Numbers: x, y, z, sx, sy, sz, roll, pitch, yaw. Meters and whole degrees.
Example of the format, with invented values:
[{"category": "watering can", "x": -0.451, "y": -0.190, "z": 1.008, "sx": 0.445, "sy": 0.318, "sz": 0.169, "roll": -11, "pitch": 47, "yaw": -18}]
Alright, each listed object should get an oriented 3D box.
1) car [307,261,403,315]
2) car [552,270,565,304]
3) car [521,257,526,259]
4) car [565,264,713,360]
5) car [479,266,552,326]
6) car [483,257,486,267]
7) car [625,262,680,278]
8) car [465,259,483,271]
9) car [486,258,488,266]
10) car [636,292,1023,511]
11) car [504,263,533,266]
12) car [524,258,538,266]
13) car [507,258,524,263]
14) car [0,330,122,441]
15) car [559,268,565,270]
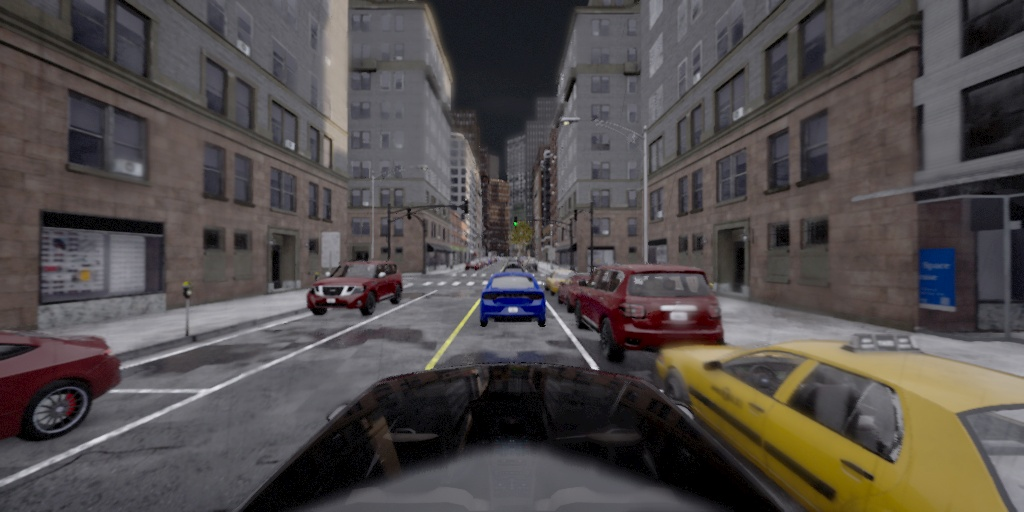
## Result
[{"category": "car", "x": -5.755, "y": 1.107, "z": 13.899, "sx": 2.192, "sy": 1.841, "sz": 5.009, "roll": 0, "pitch": 0, "yaw": 0}, {"category": "car", "x": 2.771, "y": 1.374, "z": 13.887, "sx": 1.802, "sy": 1.307, "sz": 4.207, "roll": 0, "pitch": 0, "yaw": 0}, {"category": "car", "x": 2.800, "y": 1.336, "z": 62.565, "sx": 1.751, "sy": 1.417, "sz": 4.829, "roll": 0, "pitch": 0, "yaw": 0}, {"category": "car", "x": 2.767, "y": 1.090, "z": 8.336, "sx": 2.192, "sy": 1.841, "sz": 5.009, "roll": 0, "pitch": 0, "yaw": 0}, {"category": "car", "x": 0.021, "y": 1.264, "z": 11.857, "sx": 1.882, "sy": 1.535, "sz": 5.008, "roll": 0, "pitch": 0, "yaw": 0}, {"category": "car", "x": -5.729, "y": 1.260, "z": 56.985, "sx": 1.967, "sy": 1.591, "sz": 4.097, "roll": 0, "pitch": 0, "yaw": 0}, {"category": "car", "x": 13.503, "y": 1.326, "z": 34.624, "sx": 4.674, "sy": 1.442, "sz": 1.812, "roll": 0, "pitch": 0, "yaw": -1}, {"category": "car", "x": -5.732, "y": 1.370, "z": 51.560, "sx": 1.888, "sy": 1.381, "sz": 4.507, "roll": 0, "pitch": 0, "yaw": 0}, {"category": "car", "x": -5.726, "y": 1.356, "z": 62.408, "sx": 1.888, "sy": 1.381, "sz": 4.507, "roll": 0, "pitch": 0, "yaw": 0}, {"category": "car", "x": 2.764, "y": 1.280, "z": 2.951, "sx": 1.751, "sy": 1.417, "sz": 4.829, "roll": 0, "pitch": 0, "yaw": 0}, {"category": "car", "x": 0.115, "y": 1.377, "z": 23.182, "sx": 1.994, "sy": 1.385, "sz": 4.181, "roll": 0, "pitch": 0, "yaw": 0}, {"category": "car", "x": 2.793, "y": 1.375, "z": 51.547, "sx": 2.007, "sy": 1.370, "sz": 4.403, "roll": 0, "pitch": 0, "yaw": 0}, {"category": "car", "x": 0.124, "y": 1.334, "z": 43.293, "sx": 1.837, "sy": 1.490, "sz": 4.892, "roll": 0, "pitch": 0, "yaw": 0}, {"category": "car", "x": -5.761, "y": 1.337, "z": 2.793, "sx": 1.802, "sy": 1.307, "sz": 4.207, "roll": 0, "pitch": 0, "yaw": 0}, {"category": "car", "x": 2.774, "y": 1.331, "z": 19.611, "sx": 1.751, "sy": 1.417, "sz": 4.829, "roll": 0, "pitch": 0, "yaw": 0}]
